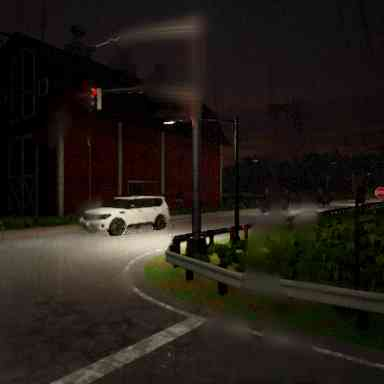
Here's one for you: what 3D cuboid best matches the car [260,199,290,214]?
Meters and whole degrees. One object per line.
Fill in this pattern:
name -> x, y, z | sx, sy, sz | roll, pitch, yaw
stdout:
car -> 9.035, 1.531, 35.878 | 1.837, 1.490, 4.892 | 0, 0, 37

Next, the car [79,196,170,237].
car -> -3.592, 1.247, 18.946 | 2.150, 2.045, 5.566 | 0, 0, 37

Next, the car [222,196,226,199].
car -> 6.341, 1.531, 78.050 | 1.816, 1.474, 4.193 | 0, 0, 36

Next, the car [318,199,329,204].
car -> 18.891, 1.296, 48.949 | 1.994, 1.385, 4.181 | 0, 0, 37

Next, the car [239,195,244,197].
car -> 12.940, 1.546, 89.158 | 1.784, 1.438, 3.905 | 0, 0, 36
